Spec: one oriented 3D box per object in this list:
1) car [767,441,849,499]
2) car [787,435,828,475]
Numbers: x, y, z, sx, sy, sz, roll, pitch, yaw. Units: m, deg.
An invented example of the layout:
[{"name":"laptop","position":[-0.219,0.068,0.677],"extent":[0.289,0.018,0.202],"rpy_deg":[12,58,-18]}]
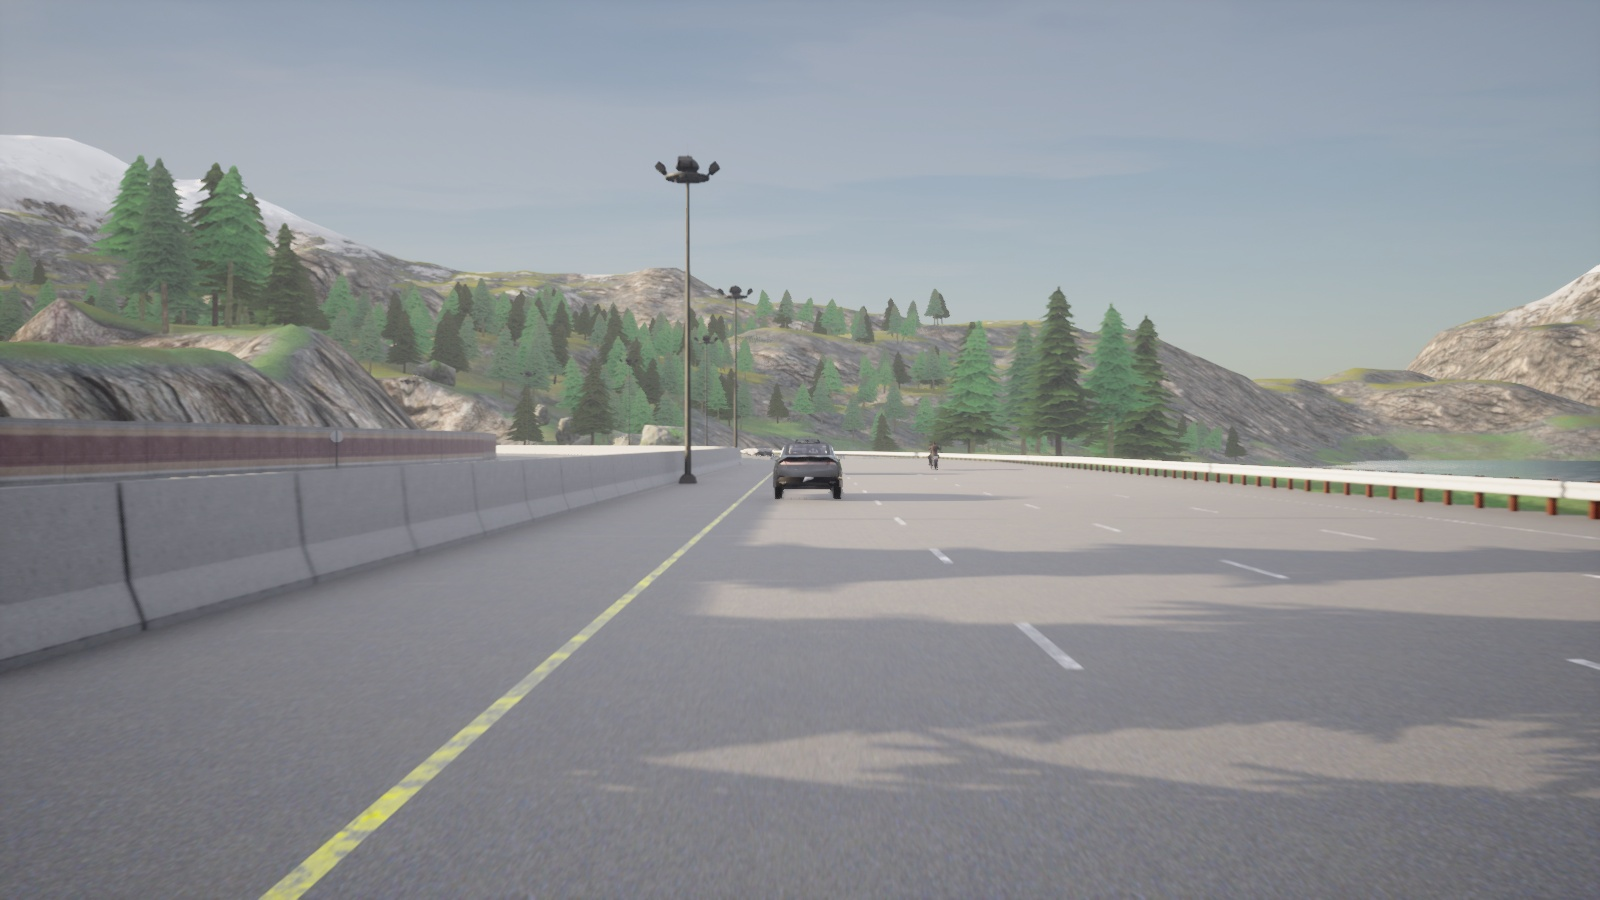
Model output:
[{"name":"car","position":[0.217,0.507,35.120],"extent":[2.128,1.511,4.902],"rpy_deg":[0,0,0]},{"name":"car","position":[0.370,0.219,61.710],"extent":[1.932,1.855,4.605],"rpy_deg":[0,0,0]}]
